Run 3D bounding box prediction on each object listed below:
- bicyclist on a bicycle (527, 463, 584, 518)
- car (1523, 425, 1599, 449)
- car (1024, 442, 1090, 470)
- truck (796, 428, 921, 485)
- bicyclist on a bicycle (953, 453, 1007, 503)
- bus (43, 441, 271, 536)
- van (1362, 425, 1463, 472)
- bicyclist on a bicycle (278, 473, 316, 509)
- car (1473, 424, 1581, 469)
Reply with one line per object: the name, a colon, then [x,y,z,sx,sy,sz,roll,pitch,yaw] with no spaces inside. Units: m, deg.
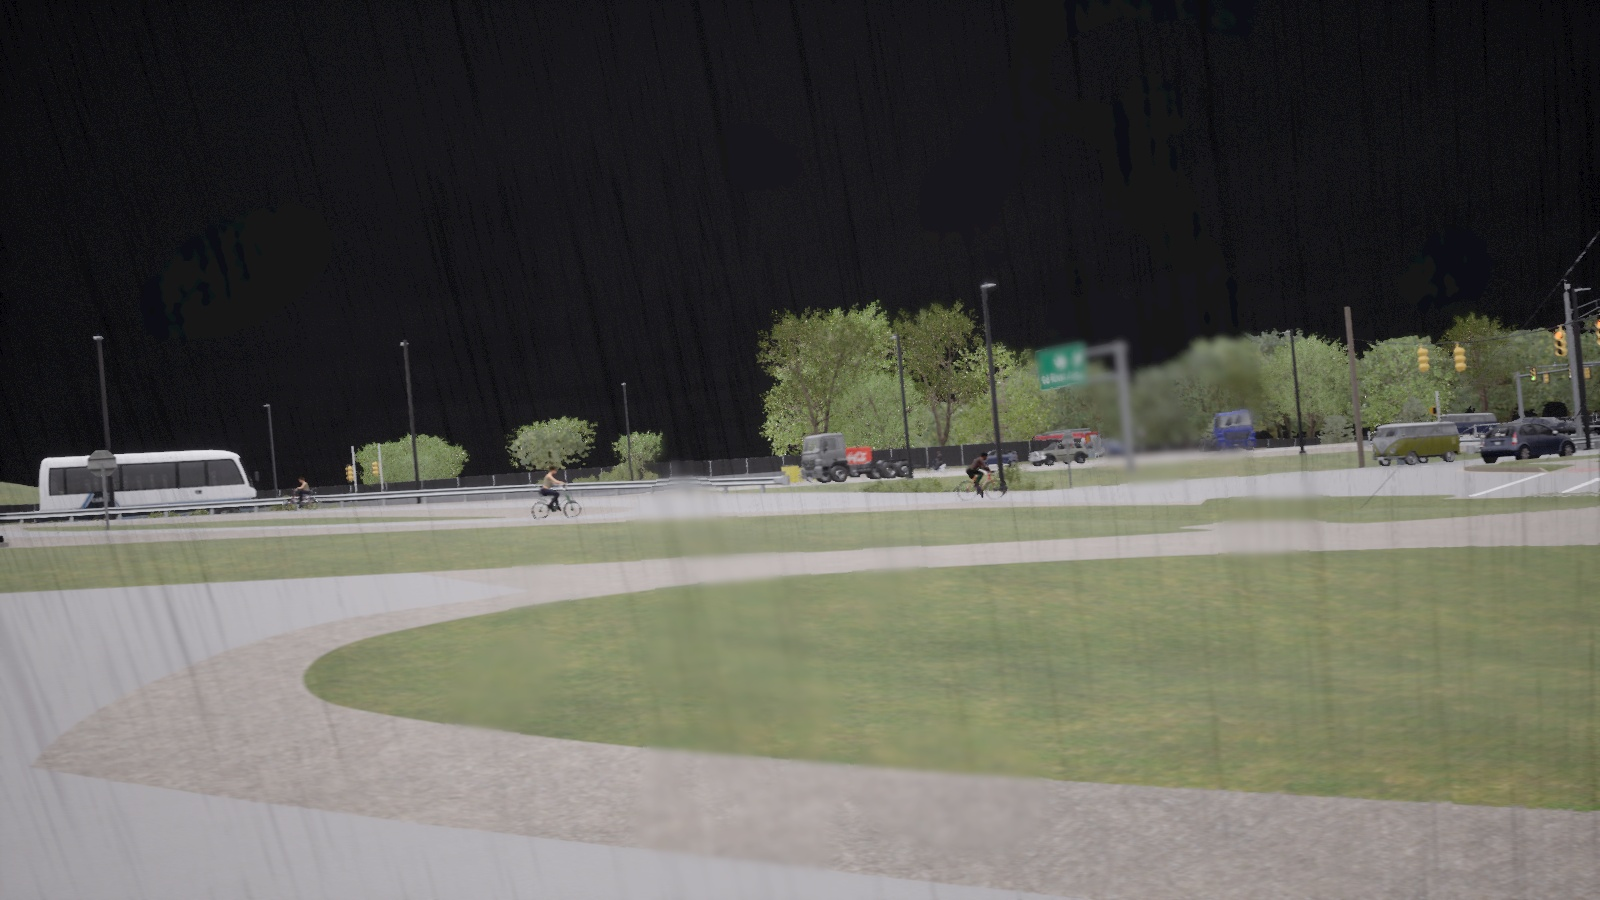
bicyclist on a bicycle: [-7.344,1.217,37.699,1.509,1.612,0.866,-1,-2,-22]
car: [49.056,-0.831,80.206,1.895,1.301,4.718,-3,-1,-21]
car: [19.912,0.443,97.358,4.605,1.855,1.932,-3,-1,-24]
truck: [4.042,0.435,86.645,7.936,3.462,2.891,-3,-1,-24]
bicyclist on a bicycle: [6.076,0.946,42.332,1.656,1.620,0.582,-2,-1,-6]
bus: [-33.667,1.993,66.375,10.273,4.253,3.944,-3,-1,-24]
van: [29.042,-0.070,59.528,4.442,1.987,1.775,-3,-1,-24]
bicyclist on a bicycle: [-23.753,1.913,59.307,1.509,1.612,0.866,-2,0,-12]
car: [30.342,-0.145,52.435,3.988,1.617,1.851,-3,-1,-24]
